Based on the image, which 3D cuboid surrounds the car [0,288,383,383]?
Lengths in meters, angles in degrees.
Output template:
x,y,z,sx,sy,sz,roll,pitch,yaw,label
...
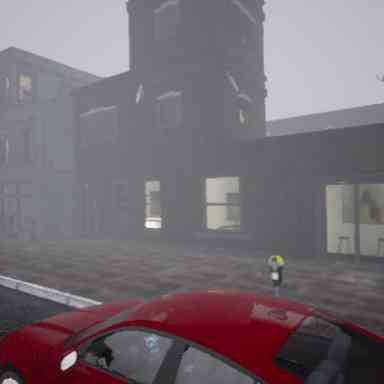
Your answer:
x,y,z,sx,sy,sz,roll,pitch,yaw,label
0.031,1.568,2.870,4.507,1.381,1.887,-1,-1,36,car
